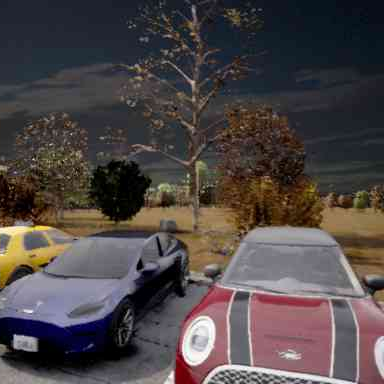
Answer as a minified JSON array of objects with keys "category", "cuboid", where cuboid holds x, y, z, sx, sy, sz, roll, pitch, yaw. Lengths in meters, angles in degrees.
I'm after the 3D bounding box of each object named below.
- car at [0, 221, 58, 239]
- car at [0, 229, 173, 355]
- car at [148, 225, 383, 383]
[{"category":"car","cuboid":[-4.165,1.533,8.691,1.946,1.575,5.366,0,-1,16]},{"category":"car","cuboid":[-1.452,1.543,6.511,2.163,1.488,4.792,0,-1,16]},{"category":"car","cuboid":[1.323,1.369,4.600,2.185,1.767,4.553,0,-1,16]}]
